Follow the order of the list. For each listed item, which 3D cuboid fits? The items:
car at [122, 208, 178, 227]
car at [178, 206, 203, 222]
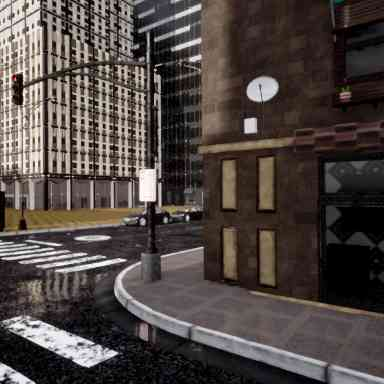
[{"bbox_3d":[-3.468,1.893,25.899,2.008,1.369,4.403,-2,-2,35],"label":"car"},{"bbox_3d":[-0.262,1.974,30.453,2.008,1.369,4.403,-2,-2,35],"label":"car"}]
